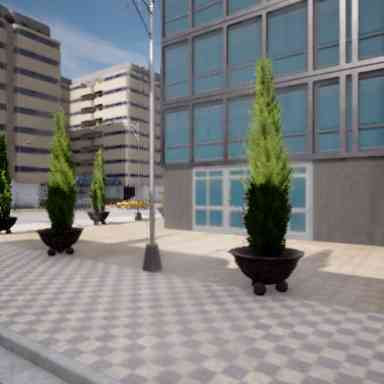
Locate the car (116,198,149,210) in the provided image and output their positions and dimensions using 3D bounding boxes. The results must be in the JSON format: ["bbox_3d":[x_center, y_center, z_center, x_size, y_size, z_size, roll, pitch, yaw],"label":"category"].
[{"bbox_3d":[-7.933,1.566,44.321,1.882,1.535,5.008,0,0,35],"label":"car"}]

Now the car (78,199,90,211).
[{"bbox_3d":[-14.557,1.617,41.006,1.812,1.442,4.674,0,0,35],"label":"car"}]
